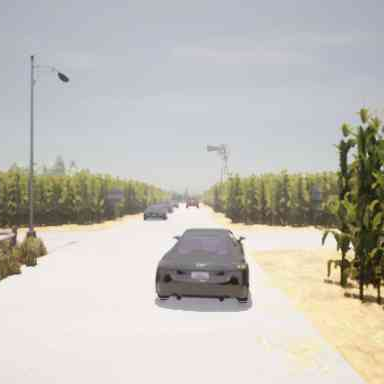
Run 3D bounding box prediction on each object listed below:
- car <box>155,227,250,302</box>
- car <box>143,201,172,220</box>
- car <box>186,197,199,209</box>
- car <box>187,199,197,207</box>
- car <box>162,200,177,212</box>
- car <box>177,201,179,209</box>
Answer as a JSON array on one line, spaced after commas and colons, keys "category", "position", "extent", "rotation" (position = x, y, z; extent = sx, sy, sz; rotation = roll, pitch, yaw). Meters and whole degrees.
[{"category": "car", "position": [0.403, 1.580, 8.398], "extent": [1.994, 1.385, 4.181], "rotation": [0, 0, 7]}, {"category": "car", "position": [-3.198, 1.786, 29.984], "extent": [1.994, 1.385, 4.181], "rotation": [0, -1, 0]}, {"category": "car", "position": [0.098, 1.839, 57.563], "extent": [2.150, 2.045, 5.566], "rotation": [0, -2, 0]}, {"category": "car", "position": [-0.002, 2.399, 71.734], "extent": [1.882, 1.535, 5.008], "rotation": [0, -1, 0]}, {"category": "car", "position": [-3.196, 1.768, 40.182], "extent": [1.837, 1.490, 4.892], "rotation": [0, 0, 0]}, {"category": "car", "position": [-3.165, 2.044, 55.250], "extent": [2.128, 1.511, 4.902], "rotation": [0, -2, 0]}]
